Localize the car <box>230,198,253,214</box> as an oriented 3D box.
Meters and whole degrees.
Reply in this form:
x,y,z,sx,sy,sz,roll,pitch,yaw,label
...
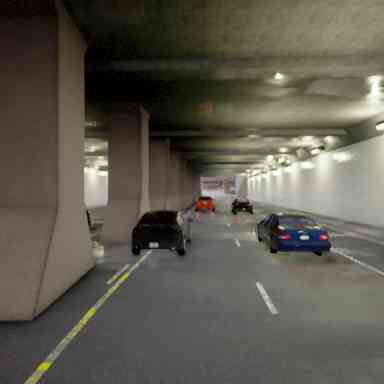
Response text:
x,y,z,sx,sy,sz,roll,pitch,yaw,label
4.939,1.383,33.248,2.128,1.511,4.902,0,0,3,car

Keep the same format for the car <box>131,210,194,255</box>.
x,y,z,sx,sy,sz,roll,pitch,yaw,label
-1.087,1.464,13.156,1.837,1.490,4.892,0,0,3,car

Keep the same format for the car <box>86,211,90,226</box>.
x,y,z,sx,sy,sz,roll,pitch,yaw,label
-6.750,1.442,16.905,2.128,1.511,4.902,0,0,3,car

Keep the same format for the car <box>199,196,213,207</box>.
x,y,z,sx,sy,sz,roll,pitch,yaw,label
2.073,1.353,47.987,1.837,1.490,4.892,0,0,4,car

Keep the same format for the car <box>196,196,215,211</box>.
x,y,z,sx,sy,sz,roll,pitch,yaw,label
1.588,1.232,37.896,2.097,1.767,4.553,0,0,5,car

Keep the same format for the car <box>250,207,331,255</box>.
x,y,z,sx,sy,sz,roll,pitch,yaw,label
3.754,1.503,13.169,2.033,1.411,5.357,0,0,3,car
